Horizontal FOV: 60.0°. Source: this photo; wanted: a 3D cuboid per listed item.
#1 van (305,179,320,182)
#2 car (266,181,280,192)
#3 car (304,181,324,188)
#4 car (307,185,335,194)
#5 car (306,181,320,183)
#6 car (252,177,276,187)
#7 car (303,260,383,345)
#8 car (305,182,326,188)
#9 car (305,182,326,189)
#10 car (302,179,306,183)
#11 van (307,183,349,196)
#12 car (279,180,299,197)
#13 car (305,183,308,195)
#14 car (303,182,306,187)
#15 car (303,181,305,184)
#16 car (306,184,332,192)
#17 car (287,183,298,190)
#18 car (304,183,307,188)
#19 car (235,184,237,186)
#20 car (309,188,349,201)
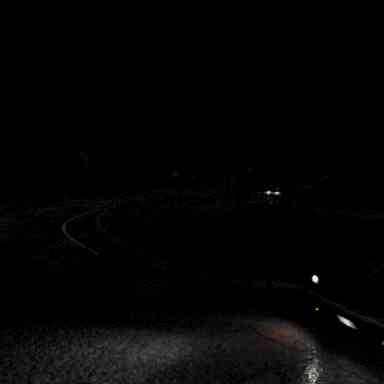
[{"bbox_3d":[26.136,-1.177,68.439,4.442,1.987,1.878,2,3,18],"label":"van"},{"bbox_3d":[15.731,-0.827,63.816,1.837,1.490,4.892,2,4,18],"label":"car"},{"bbox_3d":[32.877,-2.049,89.578,5.008,1.535,2.097,2,3,18],"label":"car"},{"bbox_3d":[23.449,-0.504,60.580,4.674,1.452,2.002,2,3,18],"label":"car"},{"bbox_3d":[22.627,-0.531,57.923,4.553,1.767,2.185,2,3,18],"label":"car"},{"bbox_3d":[18.428,-2.408,87.493,5.566,2.045,2.435,2,3,18],"label":"car"},{"bbox_3d":[4.222,1.463,5.294,4.718,1.301,1.895,0,1,-19],"label":"car"},{"bbox_3d":[31.165,-1.775,84.304,4.892,1.521,2.231,2,3,18],"label":"car"},{"bbox_3d":[30.330,-1.609,81.663,4.792,1.488,2.163,2,3,18],"label":"car"},{"bbox_3d":[29.270,-1.512,79.091,5.366,1.575,1.946,2,3,18],"label":"car"},{"bbox_3d":[17.350,0.195,42.147,4.442,1.987,1.878,2,3,18],"label":"van"},{"bbox_3d":[14.812,-0.339,50.186,2.150,2.045,5.566,2,4,18],"label":"car"},{"bbox_3d":[20.877,-0.130,52.669,4.892,1.521,2.231,2,3,18],"label":"car"},{"bbox_3d":[24.303,-0.682,63.215,5.008,1.535,2.097,2,3,18],"label":"car"},{"bbox_3d":[27.706,-1.201,73.770,4.792,1.488,2.163,2,3,18],"label":"car"},{"bbox_3d":[25.161,-0.779,65.855,4.674,1.452,2.002,2,3,18],"label":"car"},{"bbox_3d":[22.174,-1.233,73.098,2.128,1.511,4.902,2,3,18],"label":"car"},{"bbox_3d":[21.745,-0.269,55.302,5.008,1.535,2.097,2,3,18],"label":"car"},{"bbox_3d":[12.799,-2.256,88.661,2.033,1.411,5.357,2,3,18],"label":"car"},{"bbox_3d":[18.341,0.316,44.751,4.792,1.488,2.163,2,3,18],"label":"car"}]
